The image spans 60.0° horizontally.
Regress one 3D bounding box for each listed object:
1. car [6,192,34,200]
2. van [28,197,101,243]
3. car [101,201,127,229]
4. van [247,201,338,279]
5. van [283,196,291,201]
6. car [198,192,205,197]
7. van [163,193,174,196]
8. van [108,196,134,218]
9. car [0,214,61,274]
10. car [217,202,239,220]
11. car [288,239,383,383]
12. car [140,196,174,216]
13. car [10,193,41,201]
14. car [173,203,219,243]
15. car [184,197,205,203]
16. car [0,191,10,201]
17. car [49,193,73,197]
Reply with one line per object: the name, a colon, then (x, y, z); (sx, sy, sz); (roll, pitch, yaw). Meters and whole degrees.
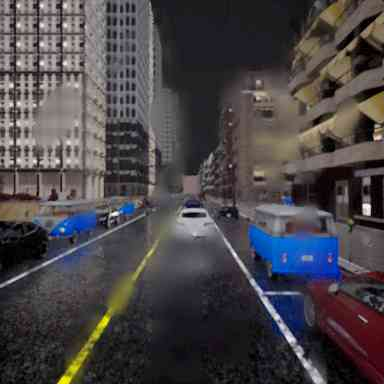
car: (-32.361, 0.771, 62.634); (4.206, 1.307, 1.802); (1, -1, 0)
van: (-5.691, 1.285, 15.258); (1.690, 1.788, 3.998); (0, 0, 0)
car: (-5.690, 1.475, 20.907); (2.008, 1.369, 4.403); (0, 0, 0)
van: (2.690, 1.305, 9.609); (1.690, 1.788, 3.998); (0, 0, 0)
van: (16.931, 1.520, 54.234); (3.998, 1.788, 1.690); (1, -1, 0)
car: (2.691, 1.024, 92.629); (2.192, 1.841, 5.009); (0, 0, 0)
van: (-5.690, 1.094, 75.975); (1.690, 1.788, 3.998); (0, 0, 0)
van: (-5.690, 1.247, 26.555); (1.690, 1.788, 3.998); (0, 0, 0)
car: (-5.690, 1.530, 9.610); (1.947, 1.339, 4.313); (0, 0, 0)
car: (2.691, 1.456, 26.555); (2.008, 1.369, 4.403); (0, 0, 0)
car: (2.690, 1.567, 3.961); (1.802, 1.307, 4.206); (0, 0, 0)
car: (-3.093, 1.383, 30.644); (2.128, 1.511, 4.902); (0, 0, 0)
car: (-26.707, 0.919, 54.267); (4.206, 1.307, 1.802); (1, -1, 0)
car: (0.094, 1.468, 15.702); (1.812, 1.442, 4.674); (0, 0, 0)
car: (0.094, 1.456, 30.614); (1.994, 1.385, 4.181); (0, 0, 0)
car: (-32.276, 0.545, 54.258); (5.009, 1.841, 2.192); (1, -1, 0)
car: (-21.130, 0.885, 54.282); (4.097, 1.590, 1.967); (1, -1, 0)
